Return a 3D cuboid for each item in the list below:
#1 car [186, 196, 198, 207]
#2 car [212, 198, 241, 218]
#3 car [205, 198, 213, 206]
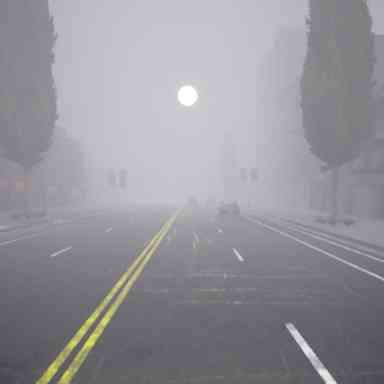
[{"bbox_3d":[0.096,1.736,54.826,2.033,1.411,5.357,0,-1,0],"label":"car"},{"bbox_3d":[3.267,1.499,30.415,2.128,1.511,4.902,0,0,0],"label":"car"},{"bbox_3d":[3.248,1.743,58.802,2.128,1.511,4.902,0,-1,0],"label":"car"}]
